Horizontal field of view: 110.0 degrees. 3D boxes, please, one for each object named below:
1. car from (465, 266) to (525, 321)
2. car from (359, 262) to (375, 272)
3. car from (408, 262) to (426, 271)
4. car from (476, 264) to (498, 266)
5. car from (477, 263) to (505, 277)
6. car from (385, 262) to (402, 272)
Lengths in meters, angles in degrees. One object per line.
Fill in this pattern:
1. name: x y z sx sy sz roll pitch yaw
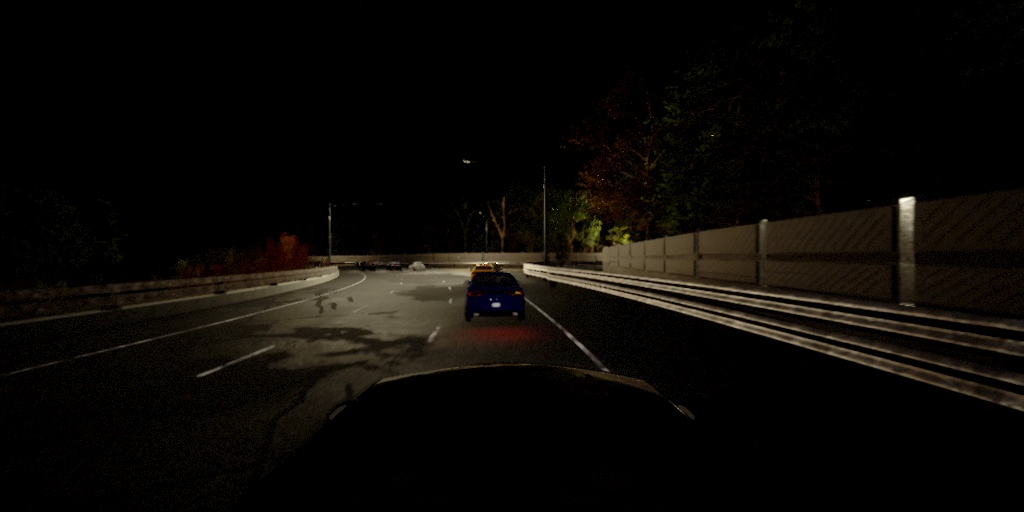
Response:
1. car: -0.689 1.304 13.008 1.882 1.535 5.008 0 0 -5
2. car: -23.448 1.711 57.873 1.882 1.535 5.008 0 -1 -31
3. car: -15.348 1.718 57.880 1.812 1.442 4.674 0 0 -29
4. car: -2.186 1.407 27.736 1.882 1.535 5.008 0 0 -5
5. car: -2.245 1.561 40.653 2.033 1.411 5.357 0 0 9
6. car: -18.777 1.694 56.826 2.128 1.511 4.902 0 0 -29
